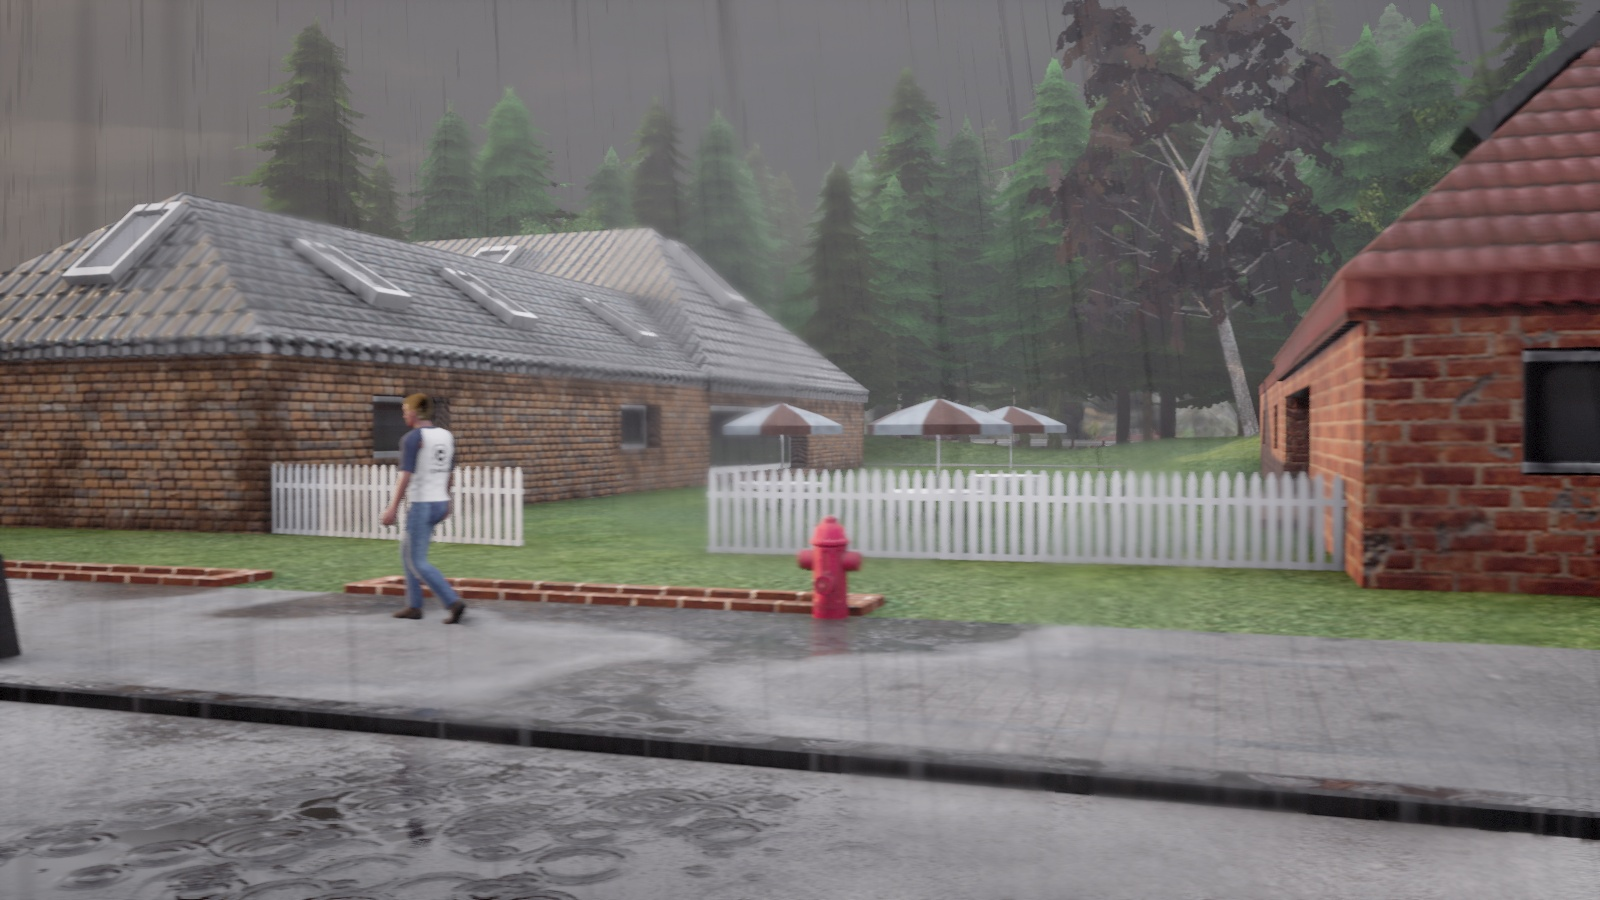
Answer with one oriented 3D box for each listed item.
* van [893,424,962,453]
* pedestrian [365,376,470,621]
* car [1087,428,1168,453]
[{"bbox_3d":[8.880,-0.787,87.371,4.442,1.987,1.775,1,1,18],"label":"van"},{"bbox_3d":[-2.954,0.362,9.701,0.706,1.836,0.354,1,1,20],"label":"pedestrian"},{"bbox_3d":[21.672,-0.645,83.120,5.027,1.651,2.152,0,1,18],"label":"car"}]
